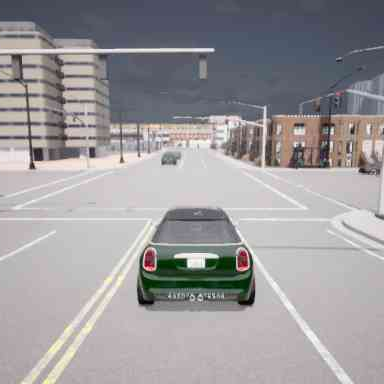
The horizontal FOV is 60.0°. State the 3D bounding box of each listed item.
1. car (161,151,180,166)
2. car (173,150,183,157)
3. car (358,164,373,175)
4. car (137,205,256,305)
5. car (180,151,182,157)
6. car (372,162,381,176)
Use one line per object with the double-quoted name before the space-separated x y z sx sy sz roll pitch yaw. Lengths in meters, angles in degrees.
"car" -3.532 -5.211 51.502 2.150 2.045 5.566 0 8 0
"car" -3.416 -9.369 81.238 2.128 1.511 4.902 0 9 0
"car" 20.288 -2.516 35.799 4.181 1.385 1.994 0 9 0
"car" 0.083 1.070 7.698 2.097 1.767 4.553 0 4 0
"car" -3.440 -7.171 66.861 1.994 1.385 4.181 0 9 0
"car" 21.208 -2.335 32.282 5.566 2.045 2.150 0 9 0
